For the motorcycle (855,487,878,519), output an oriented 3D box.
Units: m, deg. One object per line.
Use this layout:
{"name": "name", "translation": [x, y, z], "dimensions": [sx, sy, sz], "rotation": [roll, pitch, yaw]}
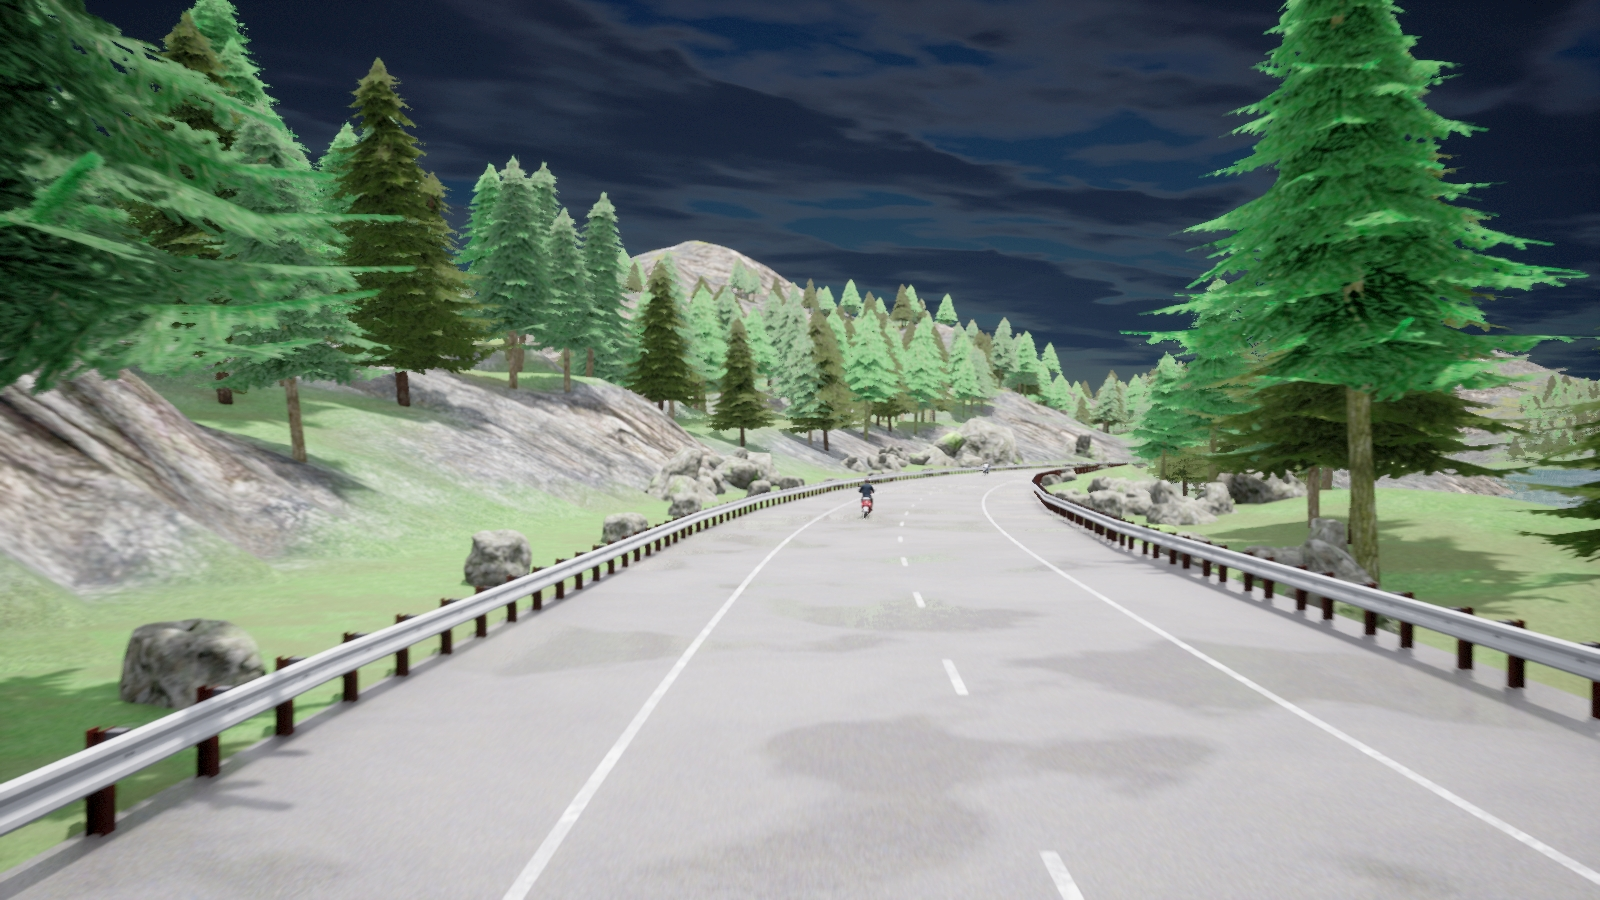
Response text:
{"name": "motorcycle", "translation": [2.781, 2.182, 47.617], "dimensions": [0.856, 1.236, 1.805], "rotation": [0, 0, 7]}
